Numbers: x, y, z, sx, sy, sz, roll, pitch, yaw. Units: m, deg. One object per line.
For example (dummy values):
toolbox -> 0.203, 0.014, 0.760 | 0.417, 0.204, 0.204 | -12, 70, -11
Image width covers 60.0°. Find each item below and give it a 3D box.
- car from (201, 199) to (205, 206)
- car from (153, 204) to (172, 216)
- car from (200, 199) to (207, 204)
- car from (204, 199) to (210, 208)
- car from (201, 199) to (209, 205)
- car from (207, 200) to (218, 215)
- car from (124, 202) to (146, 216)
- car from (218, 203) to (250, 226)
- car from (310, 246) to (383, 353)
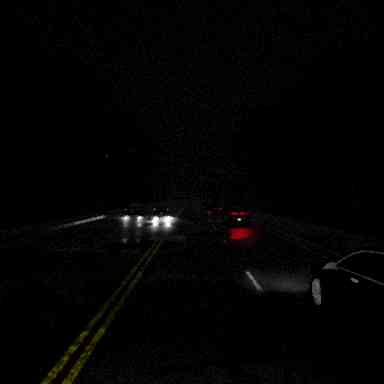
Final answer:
car -> 3.258, 2.281, 62.177 | 1.994, 1.385, 4.181 | 0, -1, 0
car -> -3.341, 2.021, 38.298 | 1.895, 1.301, 4.718 | 0, -1, 0
car -> 3.263, 2.782, 95.206 | 1.895, 1.301, 4.718 | 0, -1, 0
car -> 3.257, 2.101, 51.177 | 1.812, 1.442, 4.674 | 0, -1, 0
car -> 3.261, 2.581, 84.176 | 1.994, 1.385, 4.181 | 0, -1, 0
car -> 3.255, 1.989, 40.178 | 2.033, 1.411, 5.357 | 0, -1, 0
car -> -6.590, 1.950, 38.693 | 1.812, 1.442, 4.674 | 0, -1, 0
car -> 3.356, 1.784, 26.148 | 1.837, 1.490, 4.892 | 0, -2, 0
car -> 3.351, 1.559, 5.023 | 1.837, 1.490, 4.892 | 0, -1, 0
